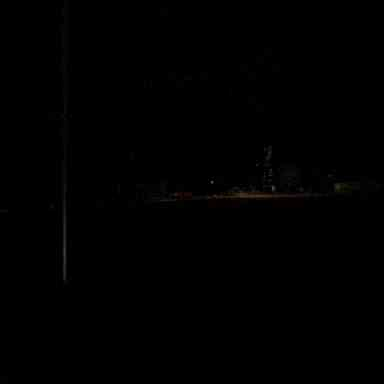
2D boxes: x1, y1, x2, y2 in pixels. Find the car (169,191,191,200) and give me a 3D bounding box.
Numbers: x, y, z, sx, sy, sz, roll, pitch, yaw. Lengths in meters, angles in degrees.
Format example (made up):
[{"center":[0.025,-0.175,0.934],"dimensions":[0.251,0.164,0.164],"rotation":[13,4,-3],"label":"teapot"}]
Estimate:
[{"center":[-2.221,0.582,61.479],"dimensions":[1.882,1.535,5.008],"rotation":[-2,0,36],"label":"car"}]
